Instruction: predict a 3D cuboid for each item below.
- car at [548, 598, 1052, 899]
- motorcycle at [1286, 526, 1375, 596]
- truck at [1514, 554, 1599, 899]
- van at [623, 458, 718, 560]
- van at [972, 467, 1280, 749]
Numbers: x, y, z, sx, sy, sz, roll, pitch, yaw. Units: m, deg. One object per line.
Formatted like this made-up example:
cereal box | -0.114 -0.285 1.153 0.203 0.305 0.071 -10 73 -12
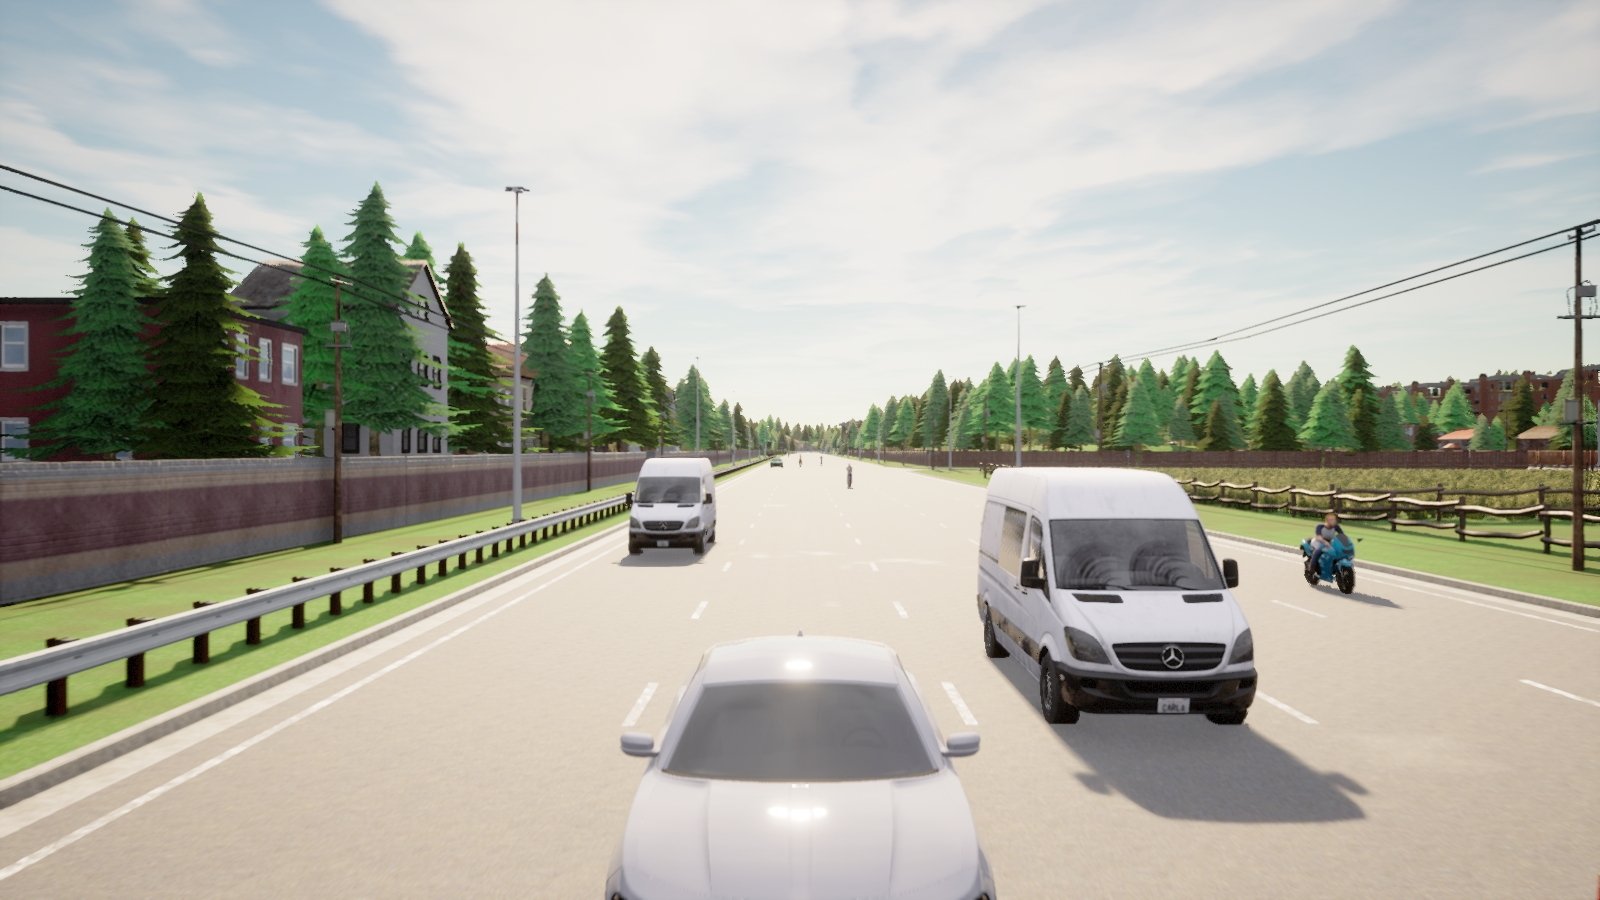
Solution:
car | 0.002 2.027 7.255 2.097 1.535 5.006 0 0 0
motorcycle | 10.476 2.168 22.646 0.803 1.199 2.033 0 0 -1
truck | 3.566 1.566 1.042 2.627 2.467 5.204 0 0 1
van | -3.497 1.510 32.020 1.988 2.561 5.915 0 0 0
van | 3.499 1.523 13.655 1.988 2.561 5.915 0 0 0
